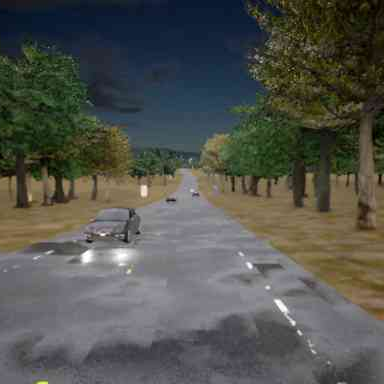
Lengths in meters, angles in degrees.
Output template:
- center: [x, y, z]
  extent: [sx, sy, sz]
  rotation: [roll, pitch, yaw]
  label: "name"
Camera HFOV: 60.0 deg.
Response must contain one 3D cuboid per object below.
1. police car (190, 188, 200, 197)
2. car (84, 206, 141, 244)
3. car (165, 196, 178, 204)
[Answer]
- center: [1.069, 0.581, 90.054]
  extent: [1.930, 1.638, 5.238]
  rotation: [0, 1, 0]
  label: "police car"
- center: [-3.595, 1.471, 15.810]
  extent: [1.837, 1.490, 4.892]
  rotation: [0, 0, 0]
  label: "car"
- center: [-3.530, 1.311, 57.291]
  extent: [1.895, 1.301, 4.718]
  rotation: [0, 1, 1]
  label: "car"
